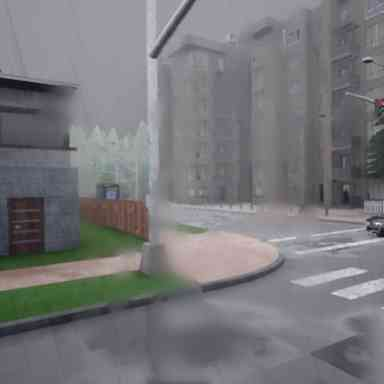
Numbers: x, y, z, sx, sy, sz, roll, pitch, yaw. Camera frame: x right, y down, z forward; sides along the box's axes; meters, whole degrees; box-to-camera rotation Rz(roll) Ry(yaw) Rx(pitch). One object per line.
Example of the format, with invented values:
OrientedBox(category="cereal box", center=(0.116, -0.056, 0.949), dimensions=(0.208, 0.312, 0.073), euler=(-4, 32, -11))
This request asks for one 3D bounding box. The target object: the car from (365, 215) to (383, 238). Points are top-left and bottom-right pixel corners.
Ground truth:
OrientedBox(category="car", center=(10.059, 1.287, 14.032), dimensions=(4.902, 1.511, 2.128), euler=(-1, 2, 19))
